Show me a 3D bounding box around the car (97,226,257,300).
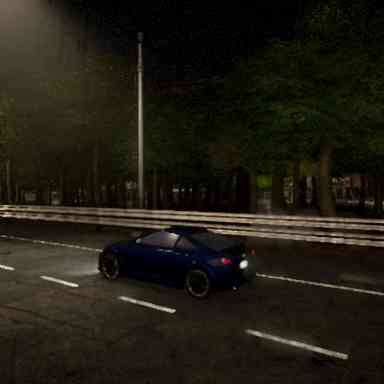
[{"bbox_3d":[-0.486,1.574,8.519,4.181,1.385,1.994,0,0,36],"label":"car"}]
